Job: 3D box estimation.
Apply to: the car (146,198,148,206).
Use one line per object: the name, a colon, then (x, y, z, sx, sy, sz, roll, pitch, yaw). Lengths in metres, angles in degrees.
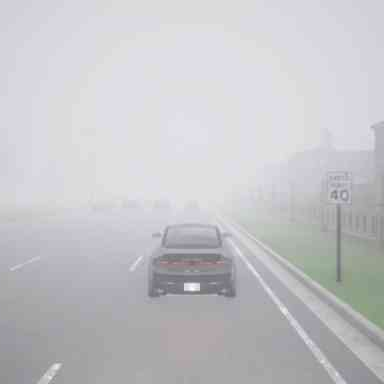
car: (-7.002, 1.528, 49.568, 1.994, 1.385, 4.181, 0, 0, 0)

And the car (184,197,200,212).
car: (-0.001, 1.519, 39.148, 2.033, 1.411, 5.357, 0, 0, 0)

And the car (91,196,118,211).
car: (-10.501, 1.536, 39.531, 1.994, 1.385, 4.181, 0, 0, 0)

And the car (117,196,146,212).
car: (-7.001, 1.450, 39.148, 1.882, 1.535, 5.008, 0, 0, 0)

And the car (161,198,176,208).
car: (-3.501, 1.565, 49.622, 1.895, 1.301, 4.718, 0, 0, 0)

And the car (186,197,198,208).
car: (-0.002, 1.490, 49.568, 1.812, 1.442, 4.674, 0, 0, 0)

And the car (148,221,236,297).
car: (0.000, 1.498, 8.535, 1.837, 1.490, 4.892, 0, 0, 0)

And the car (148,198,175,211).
car: (-3.501, 1.463, 39.148, 2.128, 1.511, 4.902, 0, 0, 0)
